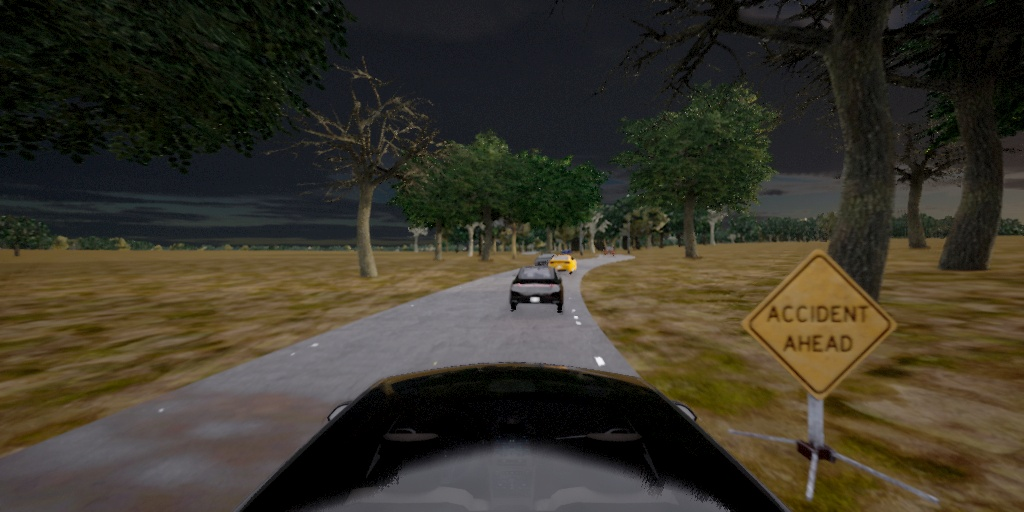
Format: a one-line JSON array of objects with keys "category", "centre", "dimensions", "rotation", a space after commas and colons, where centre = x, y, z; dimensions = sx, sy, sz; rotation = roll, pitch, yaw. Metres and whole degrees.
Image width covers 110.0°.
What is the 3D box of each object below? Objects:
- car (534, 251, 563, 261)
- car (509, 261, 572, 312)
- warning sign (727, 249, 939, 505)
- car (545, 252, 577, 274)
[{"category": "car", "centre": [3.764, 0.470, 38.713], "dimensions": [1.837, 1.490, 4.892], "rotation": [0, 2, 21]}, {"category": "car", "centre": [1.023, 1.125, 13.758], "dimensions": [2.128, 1.511, 4.902], "rotation": [0, 1, 7]}, {"category": "warning sign", "centre": [2.649, 0.869, 3.131], "dimensions": [1.300, 1.860, 1.060], "rotation": [0, 0, 1]}, {"category": "car", "centre": [4.315, 0.665, 30.136], "dimensions": [1.882, 1.535, 5.008], "rotation": [0, 1, 15]}]
